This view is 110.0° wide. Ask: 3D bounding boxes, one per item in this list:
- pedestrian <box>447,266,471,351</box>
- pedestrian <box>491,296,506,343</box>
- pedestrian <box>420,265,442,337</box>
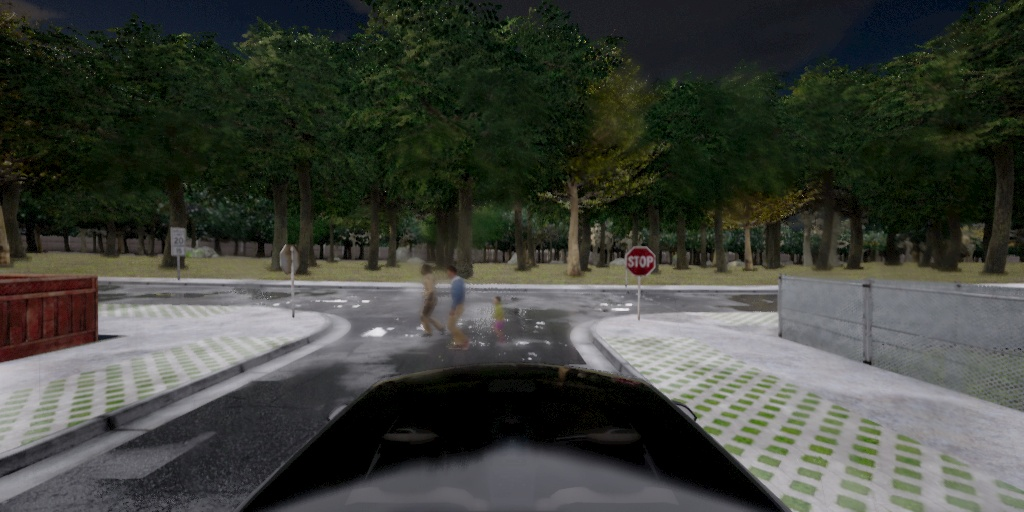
[{"bbox_3d":[-1.124,1.037,7.491,0.375,1.860,0.375,-1,1,0],"label":"pedestrian"},{"bbox_3d":[-0.234,1.416,8.100,0.500,1.100,0.500,-1,1,0],"label":"pedestrian"},{"bbox_3d":[-2.010,1.035,8.690,0.375,1.860,0.375,-1,1,0],"label":"pedestrian"}]
